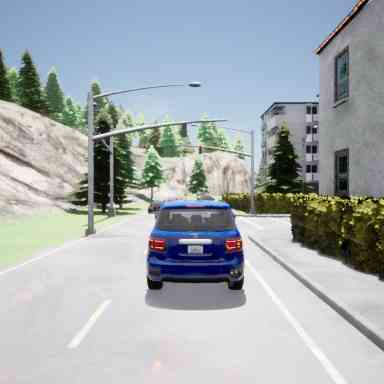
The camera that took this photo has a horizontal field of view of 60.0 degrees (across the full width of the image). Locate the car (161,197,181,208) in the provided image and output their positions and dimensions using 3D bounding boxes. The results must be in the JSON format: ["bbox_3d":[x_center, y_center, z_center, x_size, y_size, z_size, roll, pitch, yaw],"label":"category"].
[{"bbox_3d":[-3.072,1.492,49.651,2.128,1.511,4.902,0,0,5],"label":"car"}]

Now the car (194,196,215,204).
[{"bbox_3d":[2.487,1.506,65.820,1.837,1.490,4.892,0,0,35],"label":"car"}]

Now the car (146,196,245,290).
[{"bbox_3d":[0.087,1.221,9.226,2.150,2.045,5.566,0,0,0],"label":"car"}]

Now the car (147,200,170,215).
[{"bbox_3d":[-3.505,1.564,35.080,1.994,1.385,4.181,0,0,0],"label":"car"}]
